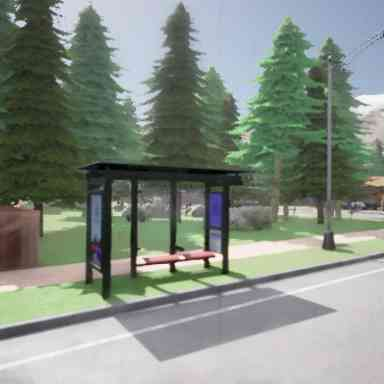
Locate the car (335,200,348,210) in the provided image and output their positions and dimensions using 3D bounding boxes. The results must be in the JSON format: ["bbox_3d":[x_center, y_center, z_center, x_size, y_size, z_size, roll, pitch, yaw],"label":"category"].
[{"bbox_3d":[23.242,1.697,49.933,3.866,1.878,1.905,1,0,-37],"label":"car"}]

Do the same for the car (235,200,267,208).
[{"bbox_3d":[8.835,1.883,49.454,2.033,1.411,5.357,1,0,-40],"label":"car"}]

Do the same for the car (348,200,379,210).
[{"bbox_3d":[25.059,1.700,48.153,4.605,1.855,1.932,1,0,-37],"label":"car"}]
